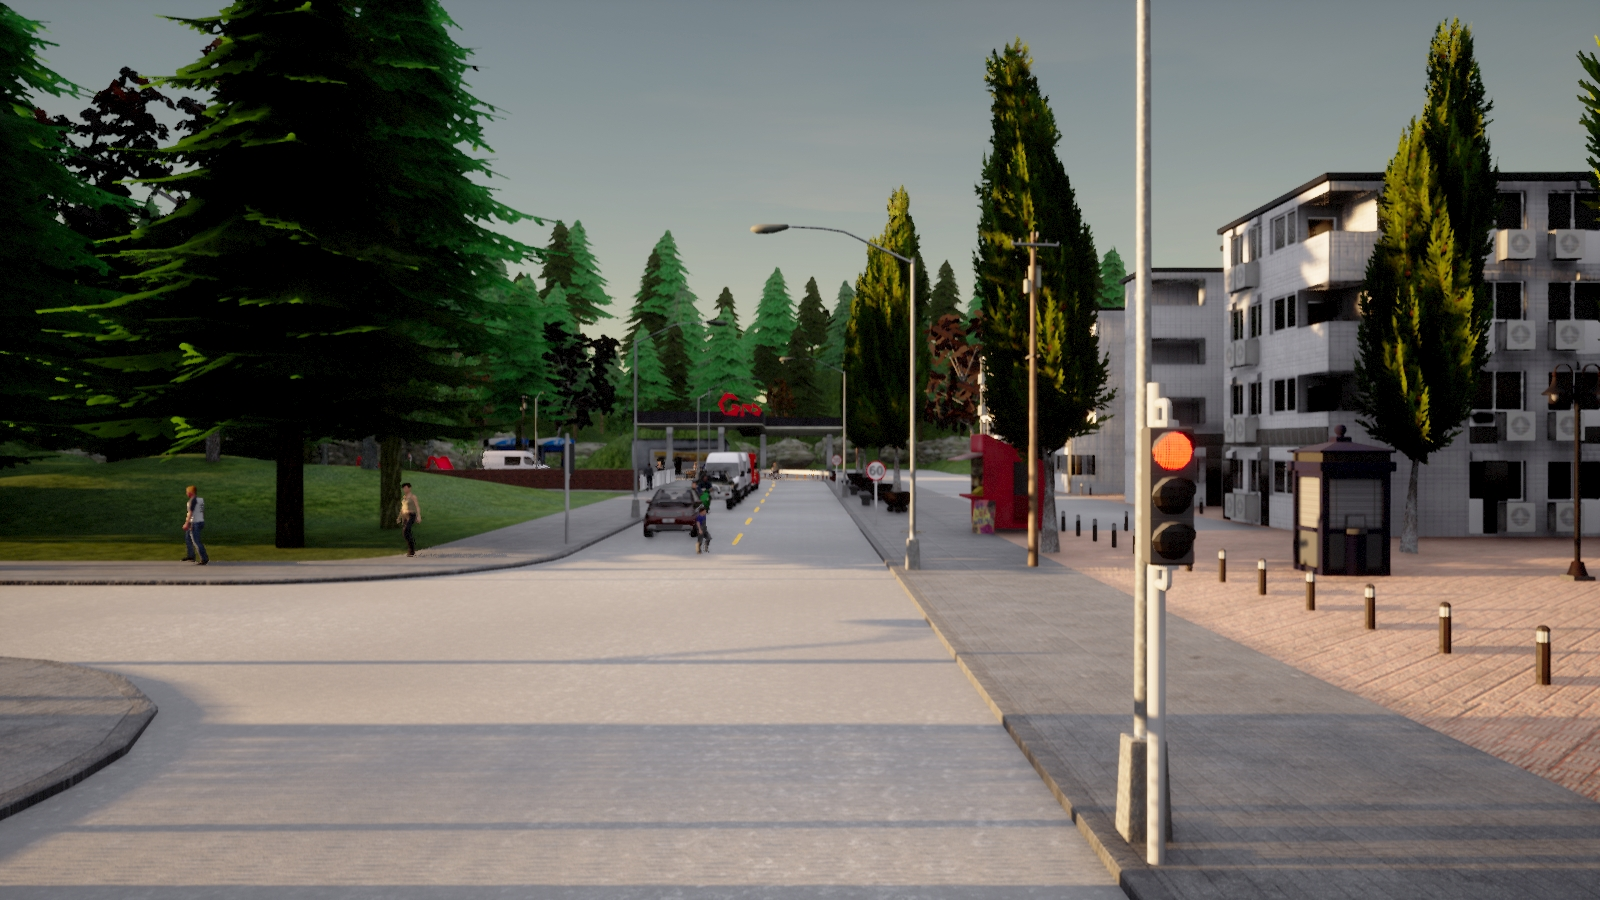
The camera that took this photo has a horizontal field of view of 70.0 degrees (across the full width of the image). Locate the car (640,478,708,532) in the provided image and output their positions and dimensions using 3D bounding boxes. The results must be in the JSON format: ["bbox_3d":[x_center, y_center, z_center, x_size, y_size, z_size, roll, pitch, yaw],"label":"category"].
[{"bbox_3d":[-4.004,1.738,36.736,1.789,1.549,3.705,0,0,0],"label":"car"}]

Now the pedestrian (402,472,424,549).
[{"bbox_3d":[-9.515,1.474,28.080,0.375,1.860,0.375,0,0,35],"label":"pedestrian"}]

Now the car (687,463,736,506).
[{"bbox_3d":[-4.052,1.547,53.089,1.932,1.855,4.605,0,0,0],"label":"car"}]

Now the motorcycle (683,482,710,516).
[{"bbox_3d":[-3.993,1.882,44.224,0.856,1.236,1.805,0,0,0],"label":"motorcycle"}]

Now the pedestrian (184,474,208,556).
[{"bbox_3d":[-13.811,1.475,26.132,0.375,1.860,0.375,0,0,-3],"label":"pedestrian"}]

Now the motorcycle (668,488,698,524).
[{"bbox_3d":[-4.022,1.920,39.438,0.803,1.145,2.033,0,0,0],"label":"motorcycle"}]

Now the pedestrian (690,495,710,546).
[{"bbox_3d":[-2.612,1.853,29.977,0.375,1.300,0.375,0,0,28],"label":"pedestrian"}]

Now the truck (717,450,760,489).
[{"bbox_3d":[-4.021,1.213,75.253,2.627,2.467,5.204,0,0,-1],"label":"truck"}]

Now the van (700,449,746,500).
[{"bbox_3d":[-3.997,1.206,60.155,1.988,2.561,5.915,0,0,0],"label":"van"}]

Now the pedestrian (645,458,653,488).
[{"bbox_3d":[-9.288,1.398,70.386,0.375,1.860,0.375,0,0,7],"label":"pedestrian"}]
